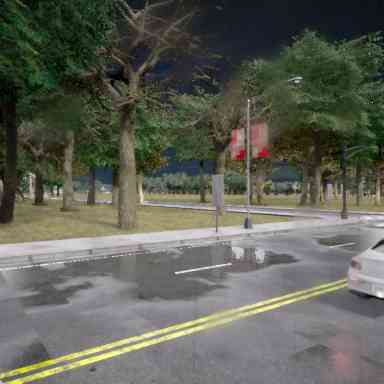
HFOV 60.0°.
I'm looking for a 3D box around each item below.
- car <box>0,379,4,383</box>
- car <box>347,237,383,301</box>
[{"bbox_3d":[-3.247,1.526,1.134,4.674,1.442,1.812,0,0,-35],"label":"car"},{"bbox_3d":[5.154,1.527,7.094,4.674,1.442,1.812,0,0,-35],"label":"car"}]
